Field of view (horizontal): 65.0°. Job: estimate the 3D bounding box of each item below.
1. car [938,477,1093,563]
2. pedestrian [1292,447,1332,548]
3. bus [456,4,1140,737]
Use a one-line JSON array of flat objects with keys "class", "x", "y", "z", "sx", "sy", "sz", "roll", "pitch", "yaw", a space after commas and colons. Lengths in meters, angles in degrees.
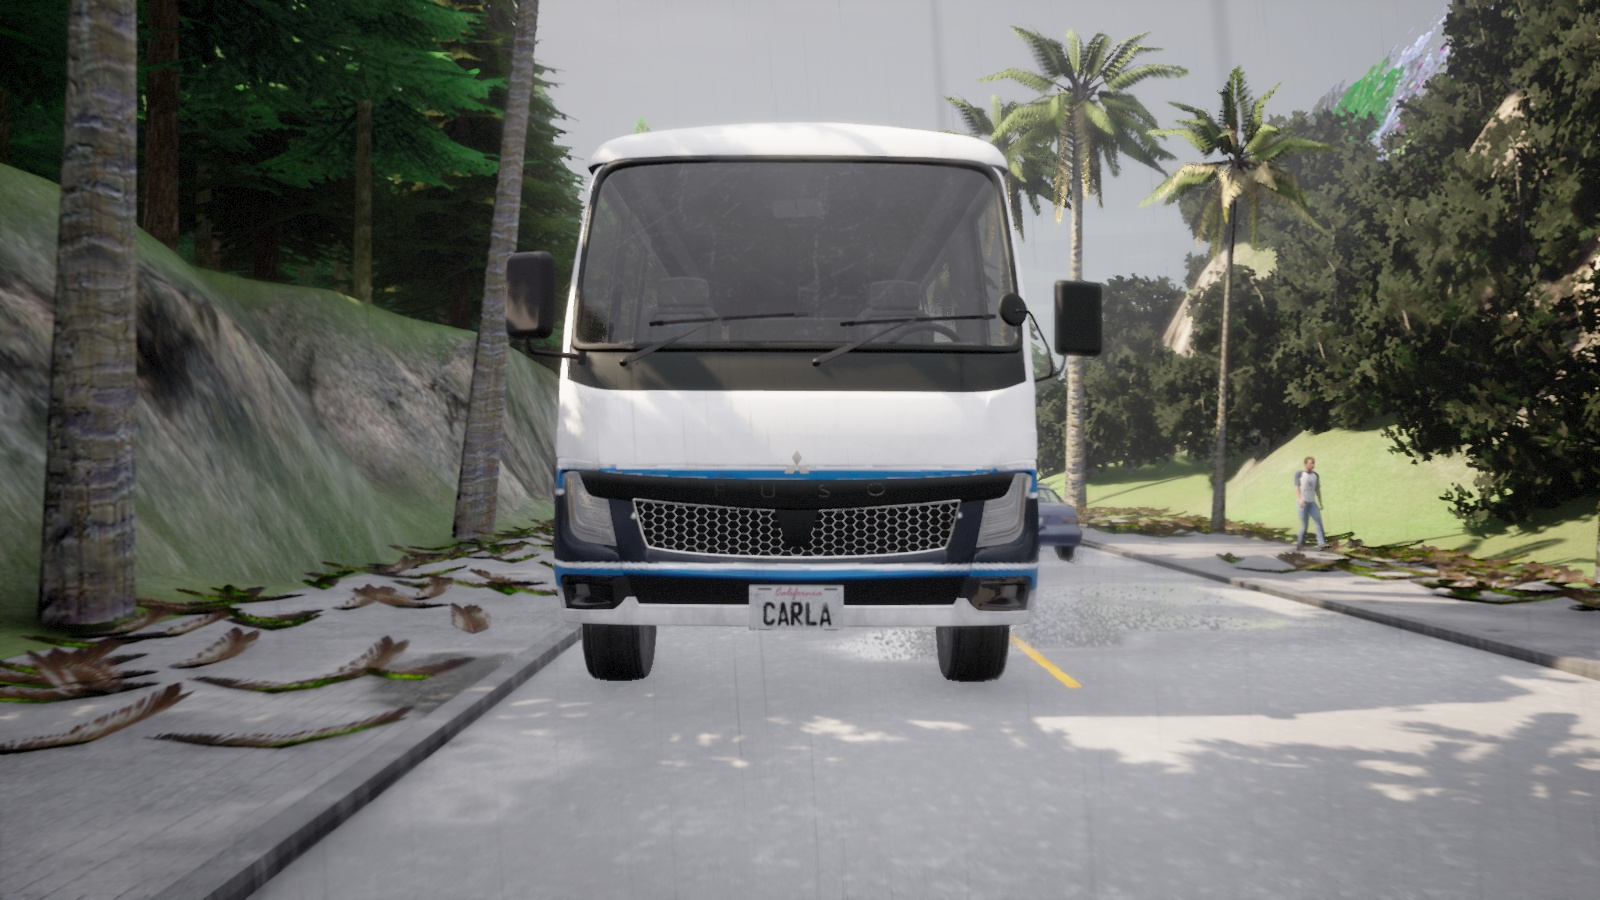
[{"class": "car", "x": 3.949, "y": 1.248, "z": 24.003, "sx": 2.033, "sy": 1.411, "sz": 5.357, "roll": 0, "pitch": -1, "yaw": 0}, {"class": "pedestrian", "x": 9.449, "y": 0.873, "z": 23.181, "sx": 0.354, "sy": 1.836, "sz": 0.706, "roll": 0, "pitch": -1, "yaw": -8}, {"class": "bus", "x": -0.031, "y": -0.353, "z": 12.434, "sx": 3.944, "sy": 4.253, "sz": 10.273, "roll": 0, "pitch": -1, "yaw": 0}]
